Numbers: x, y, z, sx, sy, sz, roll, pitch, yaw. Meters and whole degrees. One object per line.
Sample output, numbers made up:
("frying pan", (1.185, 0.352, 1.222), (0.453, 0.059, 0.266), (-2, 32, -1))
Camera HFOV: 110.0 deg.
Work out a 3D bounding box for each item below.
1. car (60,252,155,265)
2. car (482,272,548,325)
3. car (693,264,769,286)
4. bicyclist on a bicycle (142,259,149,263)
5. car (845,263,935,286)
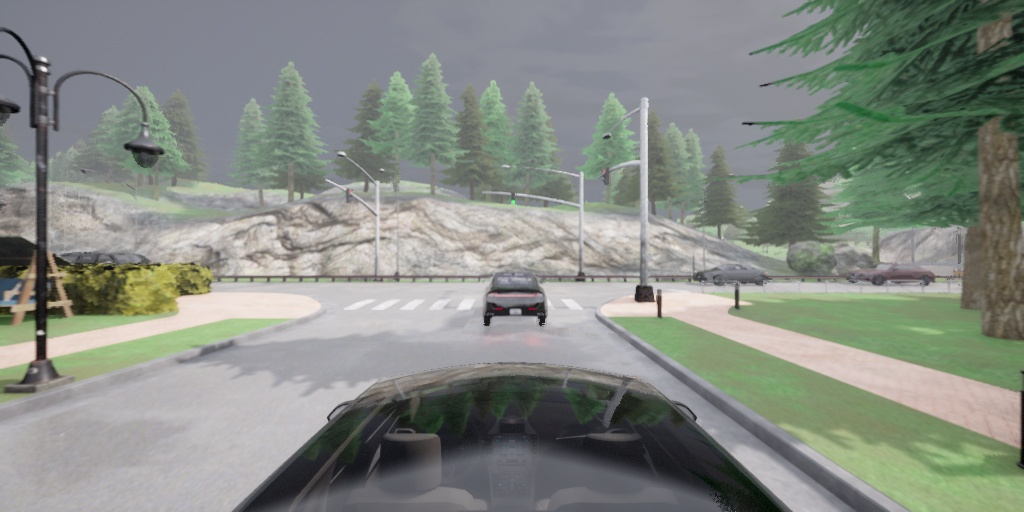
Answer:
("car", (-21.385, 0.833, 19.477), (5.566, 2.045, 2.150), (0, 0, 0))
("car", (0.047, 1.256, 11.850), (2.128, 1.511, 4.902), (0, 0, -1))
("car", (14.088, 1.181, 23.212), (4.181, 1.385, 1.994), (0, 0, 0))
("bicyclist on a bicycle", (-27.059, 1.054, 26.562), (0.582, 1.620, 1.656), (0, 1, 0))
("car", (24.390, 1.144, 23.191), (4.674, 1.442, 1.812), (0, 0, 0))
